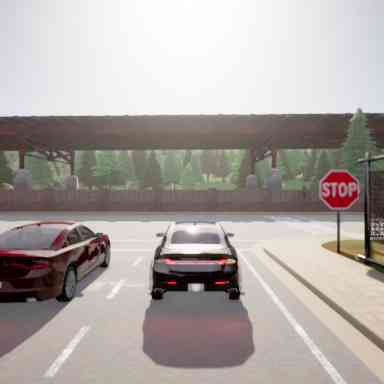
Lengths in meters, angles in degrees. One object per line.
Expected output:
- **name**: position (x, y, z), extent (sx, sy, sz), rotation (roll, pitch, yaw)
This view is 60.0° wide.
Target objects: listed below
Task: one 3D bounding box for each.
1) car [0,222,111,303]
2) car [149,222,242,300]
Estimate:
- **car**: position (-3.422, 1.474, 8.281), extent (1.882, 1.535, 5.008), rotation (0, 0, 0)
- **car**: position (0.078, 1.488, 8.351), extent (2.128, 1.511, 4.902), rotation (0, 0, 0)
